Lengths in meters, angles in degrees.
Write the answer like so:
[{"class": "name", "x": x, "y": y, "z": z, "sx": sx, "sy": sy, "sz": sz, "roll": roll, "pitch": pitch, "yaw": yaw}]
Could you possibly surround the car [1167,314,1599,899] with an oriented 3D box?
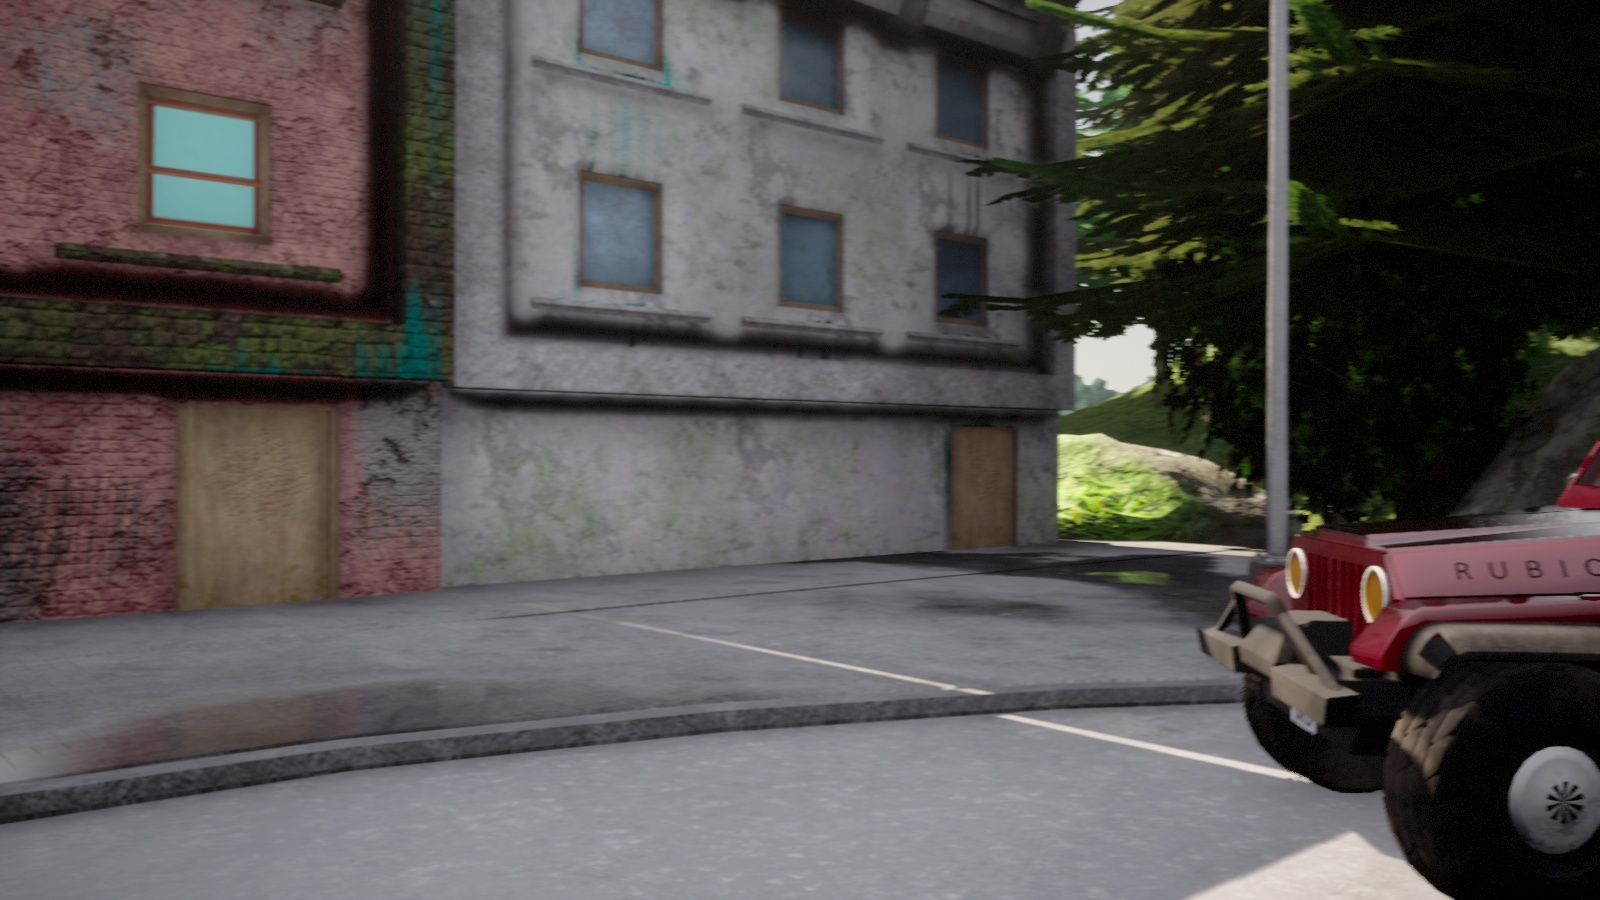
[{"class": "car", "x": 3.554, "y": 0.531, "z": 4.672, "sx": 3.866, "sy": 1.878, "sz": 1.905, "roll": 0, "pitch": 0, "yaw": 3}]
